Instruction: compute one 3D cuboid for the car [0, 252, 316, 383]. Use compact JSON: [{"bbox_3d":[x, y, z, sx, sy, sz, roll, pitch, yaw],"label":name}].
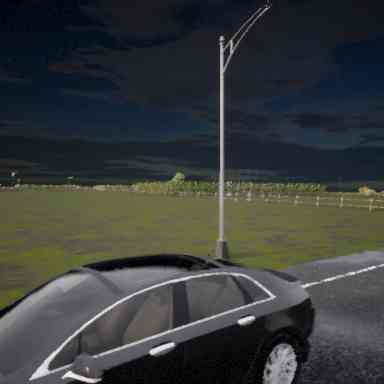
[{"bbox_3d":[-0.704,1.504,3.489,4.892,1.490,1.837,0,0,-36],"label":"car"}]
